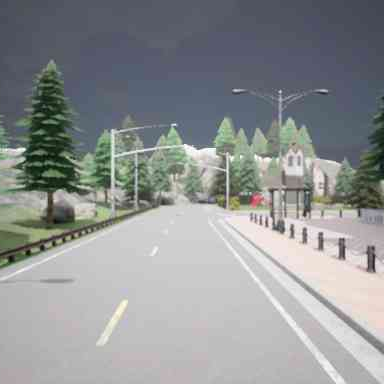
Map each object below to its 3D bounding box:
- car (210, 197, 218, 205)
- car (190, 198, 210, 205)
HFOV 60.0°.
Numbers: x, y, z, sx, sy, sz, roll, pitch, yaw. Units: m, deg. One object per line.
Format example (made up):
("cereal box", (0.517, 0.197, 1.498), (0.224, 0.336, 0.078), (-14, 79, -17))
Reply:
("car", (6.032, 2.105, 79.908), (2.097, 1.767, 4.553), (0, -1, 42))
("car", (1.460, 2.274, 79.708), (2.128, 1.511, 4.902), (0, -1, 35))
